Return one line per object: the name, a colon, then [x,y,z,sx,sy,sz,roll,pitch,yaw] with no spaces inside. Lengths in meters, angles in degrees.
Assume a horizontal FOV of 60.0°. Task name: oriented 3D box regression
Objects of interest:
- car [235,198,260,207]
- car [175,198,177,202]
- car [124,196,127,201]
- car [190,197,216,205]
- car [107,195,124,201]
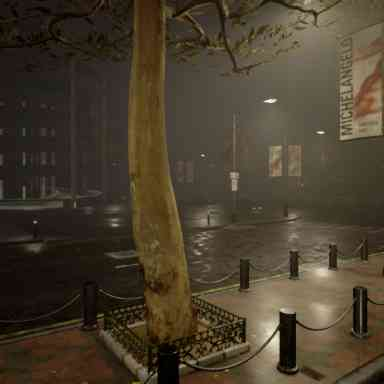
car: [8.026,1.564,49.566,1.994,1.385,4.181,0,0,-35]
car: [-5.073,1.477,65.902,5.008,1.535,1.882,0,0,41]
car: [-18.040,1.464,80.766,4.674,1.442,1.812,0,0,12]
car: [1.879,1.547,58.032,2.033,1.411,5.357,0,0,-38]
car: [-19.000,1.474,77.400,4.674,1.442,1.812,0,0,12]
